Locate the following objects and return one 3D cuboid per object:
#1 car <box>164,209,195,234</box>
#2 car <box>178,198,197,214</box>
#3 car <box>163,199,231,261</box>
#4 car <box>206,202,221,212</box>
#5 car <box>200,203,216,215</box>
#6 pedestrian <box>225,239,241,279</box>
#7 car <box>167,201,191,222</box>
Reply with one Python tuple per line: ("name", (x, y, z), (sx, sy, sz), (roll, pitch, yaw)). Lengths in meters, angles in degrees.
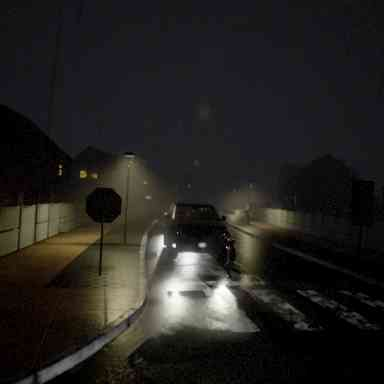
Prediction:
("car", (-0.948, 1.983, 23.401), (1.895, 1.301, 4.718), (3, -1, -3))
("car", (-0.538, 2.004, 49.011), (2.150, 2.045, 5.566), (3, -1, 6))
("car", (0.014, 1.442, 13.728), (2.150, 2.045, 5.566), (3, -1, -7))
("car", (3.963, 2.692, 60.486), (2.033, 1.411, 5.357), (3, -1, 9))
("car", (2.480, 2.507, 50.025), (2.033, 1.411, 5.357), (3, -1, 6))
("pedestrian", (1.153, 1.478, 9.434), (0.375, 1.860, 0.375), (2, -1, -9))
("car", (-1.256, 1.911, 33.737), (2.097, 1.767, 4.553), (3, -1, 1))
